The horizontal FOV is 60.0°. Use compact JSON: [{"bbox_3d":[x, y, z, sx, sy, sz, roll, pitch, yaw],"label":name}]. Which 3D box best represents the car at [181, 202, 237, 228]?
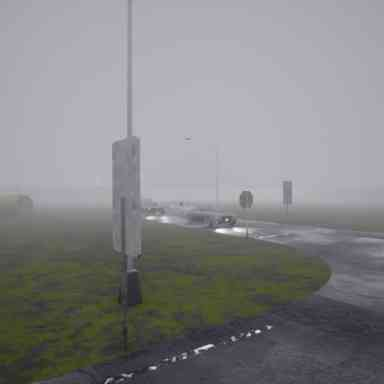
[{"bbox_3d":[1.257,1.597,22.936,1.994,1.385,4.181,-1,0,-29],"label":"car"}]

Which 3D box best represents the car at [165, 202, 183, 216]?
[{"bbox_3d":[-0.814,1.630,33.460,1.895,1.301,4.718,-1,0,-24],"label":"car"}]

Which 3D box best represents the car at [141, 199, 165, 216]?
[{"bbox_3d":[-4.174,1.661,33.859,1.895,1.301,4.718,-1,0,-22],"label":"car"}]

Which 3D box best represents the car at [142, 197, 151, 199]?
[{"bbox_3d":[-7.990,1.567,57.906,1.837,1.490,4.892,-1,1,-9],"label":"car"}]
